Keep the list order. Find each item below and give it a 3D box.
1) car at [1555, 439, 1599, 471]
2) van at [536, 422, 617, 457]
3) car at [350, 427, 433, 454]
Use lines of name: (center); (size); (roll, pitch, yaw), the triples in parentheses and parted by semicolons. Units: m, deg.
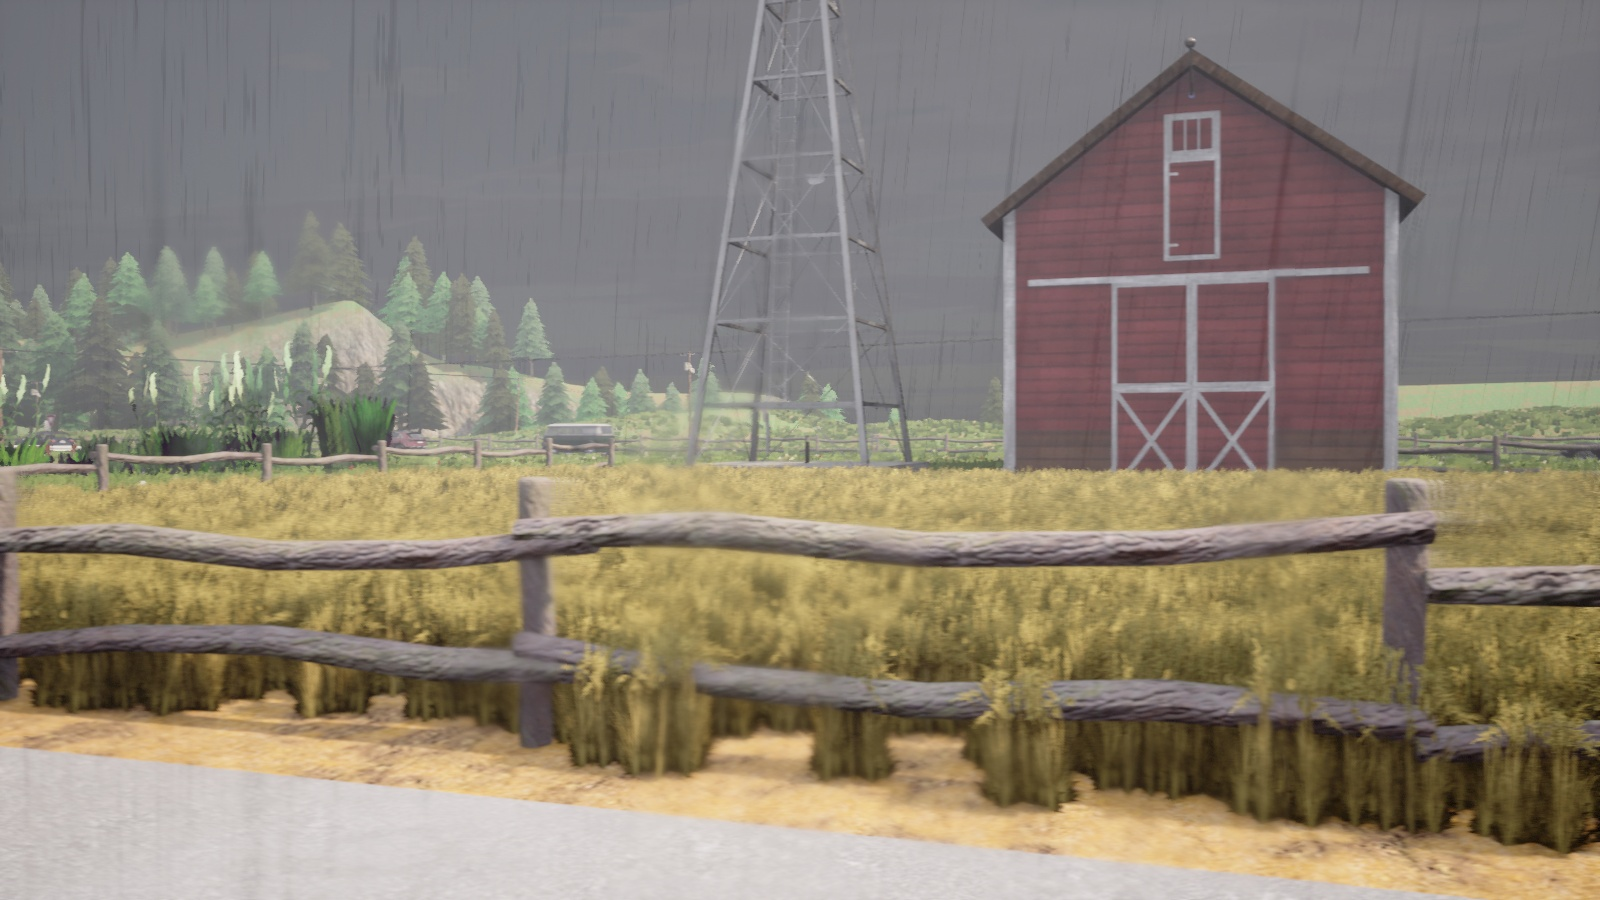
car: (34.321, 0.217, 52.344); (4.718, 1.301, 1.895); (1, 1, 27)
van: (-13.088, -0.646, 73.512); (4.442, 1.987, 1.775); (1, 1, 24)
car: (-25.757, -0.606, 79.217); (4.856, 1.649, 2.033); (1, 1, 24)
